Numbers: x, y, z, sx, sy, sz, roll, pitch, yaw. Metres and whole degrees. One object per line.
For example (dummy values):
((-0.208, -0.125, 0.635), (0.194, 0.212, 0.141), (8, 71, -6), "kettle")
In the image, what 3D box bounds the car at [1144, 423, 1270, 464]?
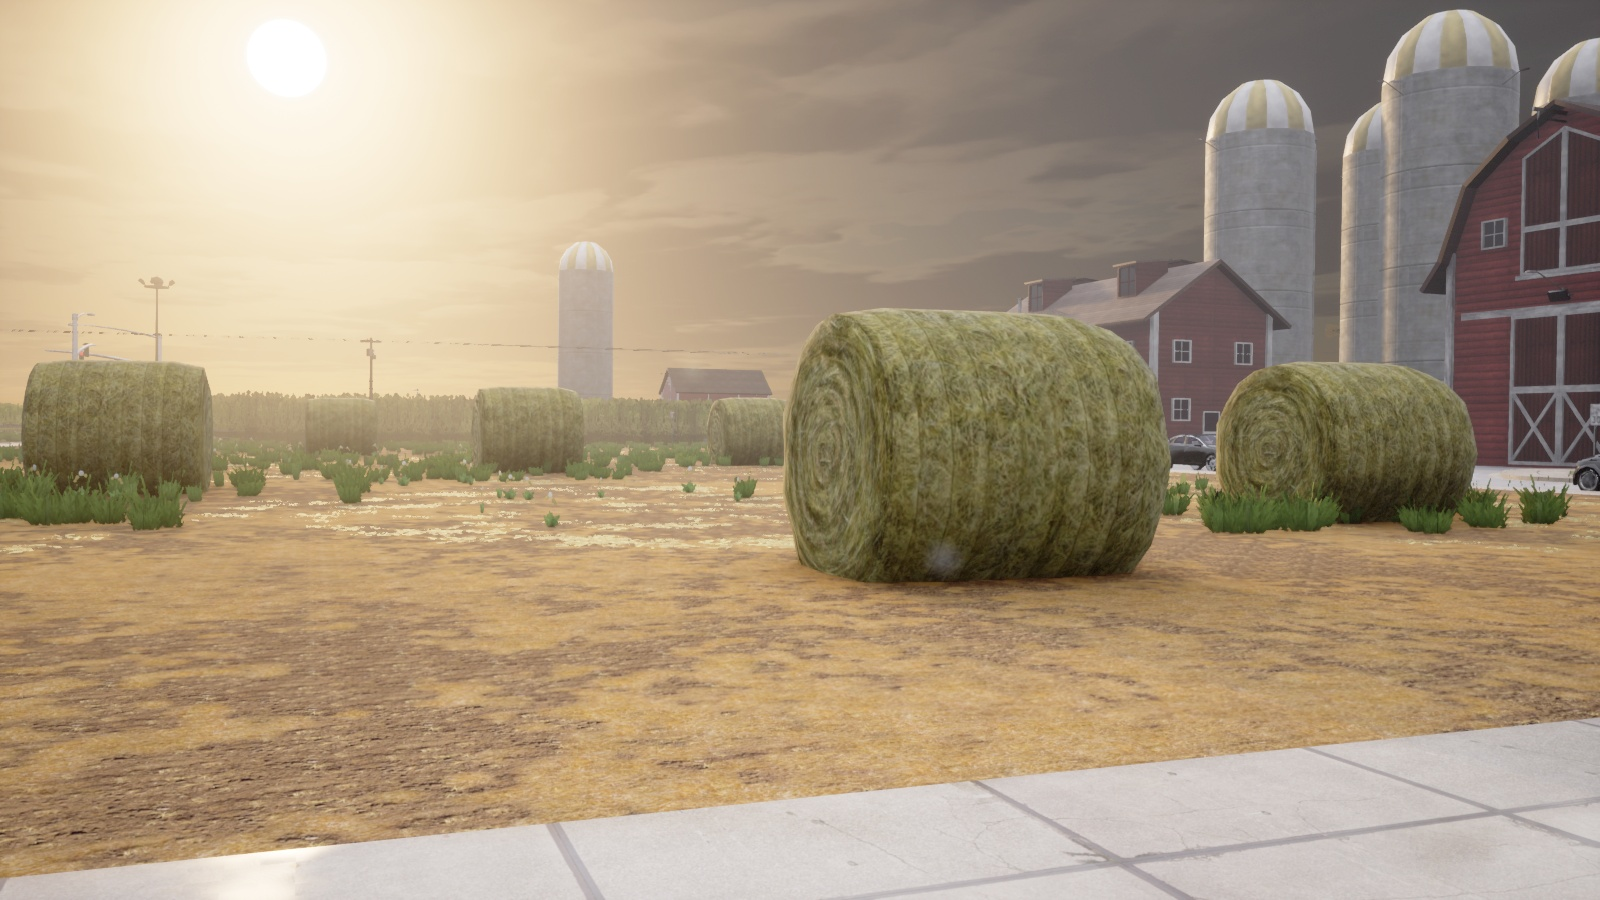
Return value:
((16.229, -0.284, 50.356), (2.128, 1.511, 4.902), (-2, 1, -22), "car")

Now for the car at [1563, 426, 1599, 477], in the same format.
((23.005, 0.042, 33.473), (1.994, 1.385, 4.181), (-1, 1, -22), "car")
